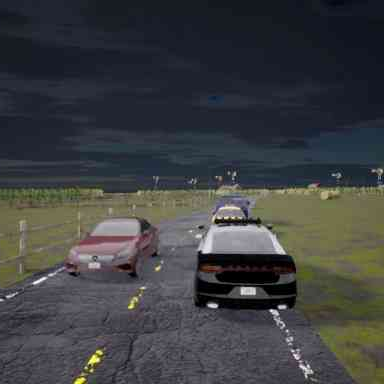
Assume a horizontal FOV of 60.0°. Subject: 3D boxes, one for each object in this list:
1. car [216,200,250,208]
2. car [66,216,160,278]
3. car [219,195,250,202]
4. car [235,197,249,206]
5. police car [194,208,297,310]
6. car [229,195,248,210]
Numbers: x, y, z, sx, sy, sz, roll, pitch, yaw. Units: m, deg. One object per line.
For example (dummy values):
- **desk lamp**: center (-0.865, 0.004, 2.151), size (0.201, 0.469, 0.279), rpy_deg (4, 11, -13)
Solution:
- **car**: center (2.047, 1.444, 17.937), size (1.801, 1.575, 5.366), rpy_deg (0, 0, 7)
- **car**: center (-2.168, 1.522, 10.365), size (1.812, 1.442, 4.674), rpy_deg (0, 0, 5)
- **car**: center (2.913, 1.206, 23.621), size (2.150, 2.045, 5.566), rpy_deg (0, 0, 10)
- **car**: center (8.113, 1.507, 53.613), size (1.994, 1.385, 4.181), rpy_deg (0, 0, 12)
- **police car**: center (1.086, 1.423, 8.056), size (1.930, 1.638, 5.238), rpy_deg (0, 0, 4)
- **car**: center (6.186, 1.309, 43.871), size (2.097, 1.767, 4.553), rpy_deg (0, 0, 12)
